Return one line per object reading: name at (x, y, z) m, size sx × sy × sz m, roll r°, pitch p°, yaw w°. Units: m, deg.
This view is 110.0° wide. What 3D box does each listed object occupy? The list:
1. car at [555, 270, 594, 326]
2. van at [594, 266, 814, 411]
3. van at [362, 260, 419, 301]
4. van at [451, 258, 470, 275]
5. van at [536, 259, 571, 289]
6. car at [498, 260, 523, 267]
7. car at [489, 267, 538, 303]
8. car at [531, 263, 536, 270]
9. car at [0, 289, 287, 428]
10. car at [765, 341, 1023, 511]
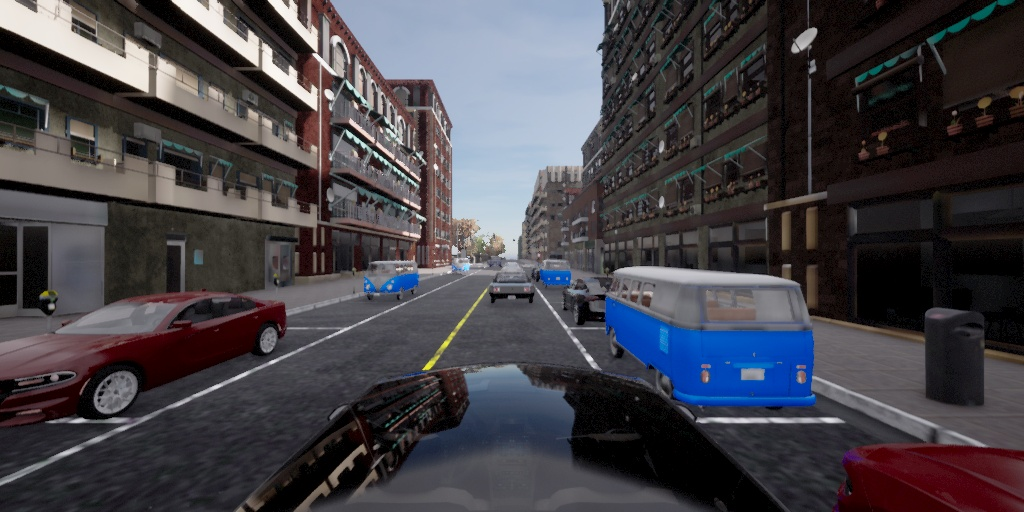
car at (2.692, 1.316, 11.520) m, size 1.948 × 1.339 × 4.313 m, roll 0°, pitch 0°, yaw 0°
van at (2.692, 1.089, 5.860) m, size 1.690 × 1.789 × 3.998 m, roll 0°, pitch 0°, yaw 0°
van at (-5.689, 1.093, 17.183) m, size 1.690 × 1.789 × 3.998 m, roll 0°, pitch 0°, yaw 0°
van at (-5.689, 1.114, 39.830) m, size 1.690 × 1.789 × 3.998 m, roll 0°, pitch 0°, yaw 0°
van at (2.692, 1.097, 22.846) m, size 1.690 × 1.789 × 3.998 m, roll 0°, pitch 0°, yaw 0°
car at (0.000, 1.298, 31.501) m, size 1.812 × 1.442 × 4.674 m, roll 0°, pitch 0°, yaw 0°
car at (0.000, 1.370, 16.530) m, size 1.895 × 1.301 × 4.718 m, roll 0°, pitch 0°, yaw 0°
car at (2.692, 1.327, 28.507) m, size 1.948 × 1.339 × 4.313 m, roll 0°, pitch 0°, yaw 0°
car at (-5.689, 1.293, 5.860) m, size 1.888 × 1.381 × 4.507 m, roll 0°, pitch 0°, yaw 0°
car at (2.692, 1.292, 0.198) m, size 1.888 × 1.381 × 4.507 m, roll 0°, pitch 0°, yaw 0°
